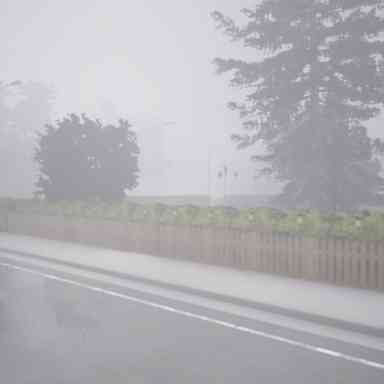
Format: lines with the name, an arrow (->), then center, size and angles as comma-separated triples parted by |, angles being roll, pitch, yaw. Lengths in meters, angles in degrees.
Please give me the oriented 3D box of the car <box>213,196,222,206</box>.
car -> 5.149, 1.319, 51.095 | 2.128, 1.511, 4.902 | 0, 0, 36
